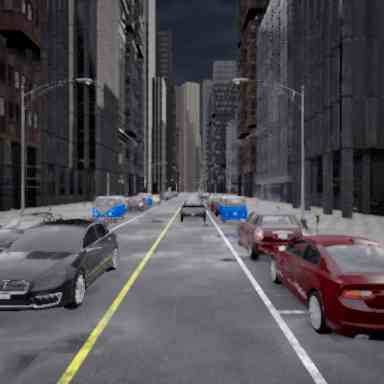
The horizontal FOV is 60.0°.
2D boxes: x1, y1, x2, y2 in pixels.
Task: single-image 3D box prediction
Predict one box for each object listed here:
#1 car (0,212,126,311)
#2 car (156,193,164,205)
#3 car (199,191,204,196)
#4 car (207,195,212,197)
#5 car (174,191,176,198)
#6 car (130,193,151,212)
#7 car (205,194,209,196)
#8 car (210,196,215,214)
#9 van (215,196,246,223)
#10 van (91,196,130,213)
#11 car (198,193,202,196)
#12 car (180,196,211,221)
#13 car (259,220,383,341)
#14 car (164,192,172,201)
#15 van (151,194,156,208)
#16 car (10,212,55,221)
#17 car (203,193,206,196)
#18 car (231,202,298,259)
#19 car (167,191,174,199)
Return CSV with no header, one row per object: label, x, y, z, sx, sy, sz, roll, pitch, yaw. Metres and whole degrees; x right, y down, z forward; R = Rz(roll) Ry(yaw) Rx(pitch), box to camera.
car,-3.027,1.451,7.836,1.837,1.490,4.892,0,0,1
car,-5.723,1.175,51.214,1.752,1.417,4.829,0,0,0
car,2.815,1.100,68.211,2.008,1.369,4.403,0,0,0
car,2.790,1.326,34.558,1.947,1.339,4.313,0,0,0
car,-5.702,0.798,79.430,2.192,1.841,5.009,0,0,0
car,-5.735,1.199,34.556,1.967,1.590,4.097,0,0,0
car,2.794,1.245,40.337,1.752,1.417,4.829,0,0,0
car,2.785,1.343,28.949,1.887,1.381,4.507,0,0,0
van,2.781,1.178,23.338,1.690,1.788,3.998,0,0,0
van,-5.744,1.178,23.336,1.690,1.788,3.998,0,0,0
car,0.061,1.213,45.095,1.812,1.442,4.674,0,1,1
car,0.092,1.318,25.001,2.128,1.511,4.902,0,0,0
car,2.768,1.498,6.513,1.887,1.381,4.507,0,0,0
car,-5.710,1.115,68.212,1.947,1.339,4.313,0,0,0
van,-5.731,1.062,40.165,1.690,1.788,3.998,0,0,0
car,-5.753,1.465,12.119,2.008,1.369,4.403,0,0,0
car,2.798,1.208,45.946,1.752,1.417,4.829,0,0,0
car,2.772,1.355,12.121,1.967,1.590,4.097,0,0,0
car,-5.706,0.956,73.821,1.967,1.590,4.097,0,0,0
